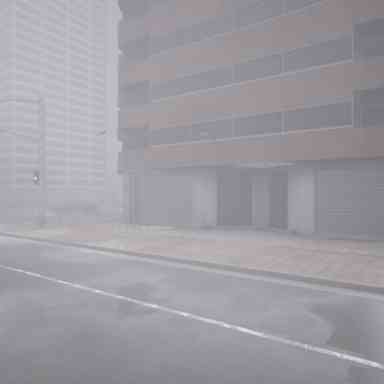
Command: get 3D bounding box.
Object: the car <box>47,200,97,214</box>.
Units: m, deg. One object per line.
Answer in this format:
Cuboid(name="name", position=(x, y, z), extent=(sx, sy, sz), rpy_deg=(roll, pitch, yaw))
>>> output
Cuboid(name="car", position=(-12.967, 1.547, 36.498), extent=(2.033, 1.411, 5.357), rpy_deg=(0, 0, 35))
